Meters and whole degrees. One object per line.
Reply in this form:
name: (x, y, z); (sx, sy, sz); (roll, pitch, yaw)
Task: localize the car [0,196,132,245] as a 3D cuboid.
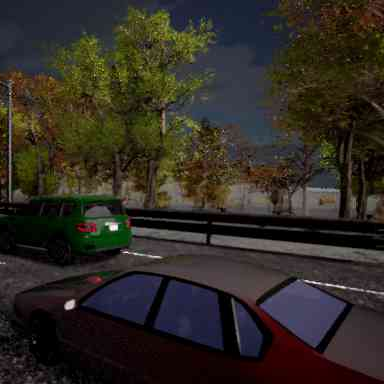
car: (-4.527, 1.144, 11.524); (5.566, 2.045, 2.150); (1, 0, 36)

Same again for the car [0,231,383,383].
car: (-0.057, 1.530, 4.035); (5.357, 1.411, 2.033); (0, 0, 35)
